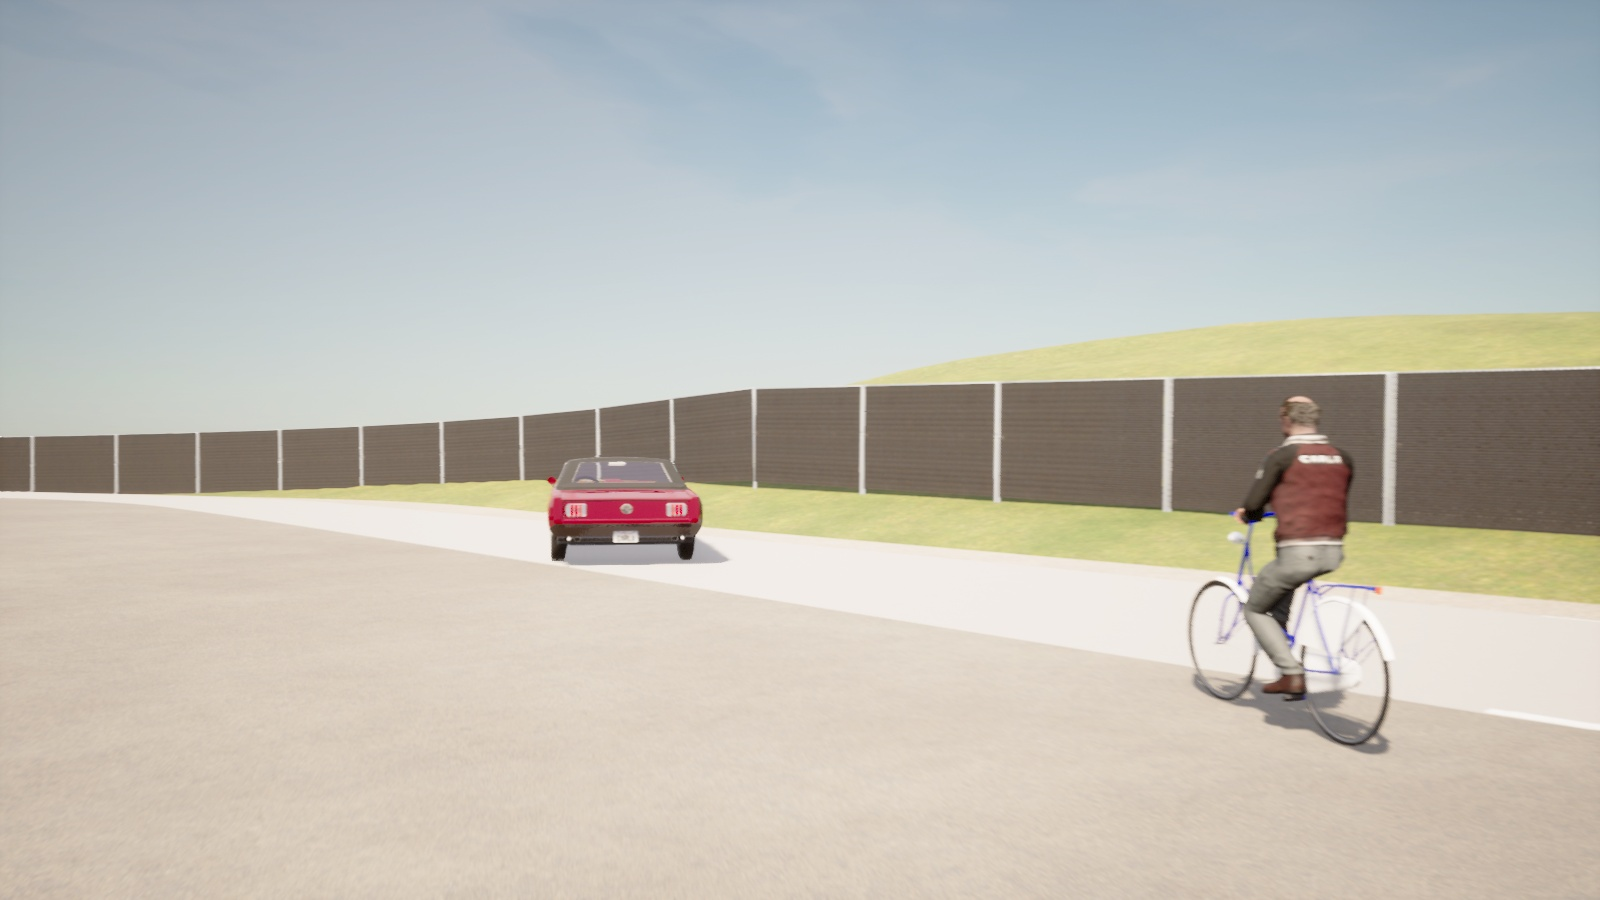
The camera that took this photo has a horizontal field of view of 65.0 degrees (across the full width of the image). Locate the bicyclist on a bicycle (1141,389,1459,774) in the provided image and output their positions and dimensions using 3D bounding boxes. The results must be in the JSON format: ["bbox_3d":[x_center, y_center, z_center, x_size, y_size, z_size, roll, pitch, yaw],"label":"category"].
[{"bbox_3d":[2.585,0.603,6.754,0.659,1.776,1.843,1,0,-12],"label":"bicyclist on a bicycle"}]

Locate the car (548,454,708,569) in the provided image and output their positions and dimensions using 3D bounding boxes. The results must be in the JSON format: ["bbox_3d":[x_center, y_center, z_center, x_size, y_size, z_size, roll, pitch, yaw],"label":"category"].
[{"bbox_3d":[-2.506,0.737,17.317,1.895,1.301,4.718,0,0,-11],"label":"car"}]
